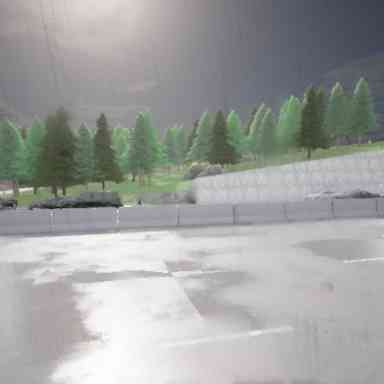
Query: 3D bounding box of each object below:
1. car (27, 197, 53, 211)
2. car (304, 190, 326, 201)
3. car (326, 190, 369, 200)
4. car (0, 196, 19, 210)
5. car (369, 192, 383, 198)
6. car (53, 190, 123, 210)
[{"bbox_3d":[-13.261,1.247,32.256,4.892,1.490,1.837,-1,1,-14],"label":"car"},{"bbox_3d":[15.611,0.519,39.452,4.674,1.442,1.812,-1,1,-14],"label":"car"},{"bbox_3d":[17.913,0.543,36.422,5.357,1.411,2.033,-1,1,-14],"label":"car"},{"bbox_3d":[-23.453,1.327,40.531,4.892,1.490,1.837,-1,1,21],"label":"car"},{"bbox_3d":[18.320,0.671,29.309,4.181,1.385,1.994,-1,1,-14],"label":"car"},{"bbox_3d":[-9.027,0.916,29.703,5.566,2.045,2.150,-1,1,-14],"label":"car"}]
